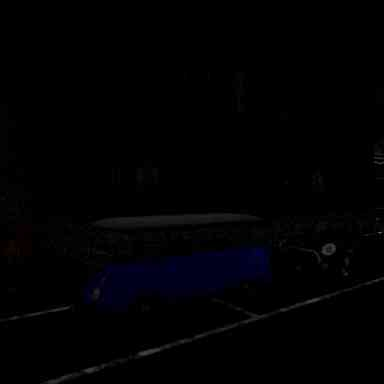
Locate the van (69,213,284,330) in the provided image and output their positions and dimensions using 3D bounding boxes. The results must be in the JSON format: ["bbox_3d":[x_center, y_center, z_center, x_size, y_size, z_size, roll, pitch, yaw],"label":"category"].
[{"bbox_3d":[-0.218,1.343,6.613,3.998,1.788,1.690,0,0,-36],"label":"van"}]

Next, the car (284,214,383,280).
[{"bbox_3d":[4.372,1.445,9.890,4.097,1.590,1.967,0,0,-36],"label":"car"}]
